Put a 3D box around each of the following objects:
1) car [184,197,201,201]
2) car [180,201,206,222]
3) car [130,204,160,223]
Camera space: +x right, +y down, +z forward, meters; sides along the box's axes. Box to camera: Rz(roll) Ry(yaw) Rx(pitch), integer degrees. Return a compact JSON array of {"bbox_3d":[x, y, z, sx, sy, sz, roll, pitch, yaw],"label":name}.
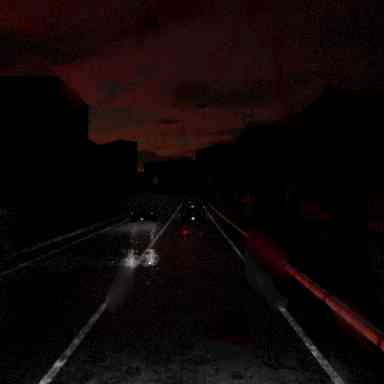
[{"bbox_3d":[0.056,1.457,42.856,1.837,1.490,4.892,0,1,0],"label":"car"},{"bbox_3d":[0.079,1.642,26.614,1.895,1.301,4.718,0,0,0],"label":"car"},{"bbox_3d":[-3.620,1.643,26.229,1.895,1.301,4.718,0,0,0],"label":"car"}]
